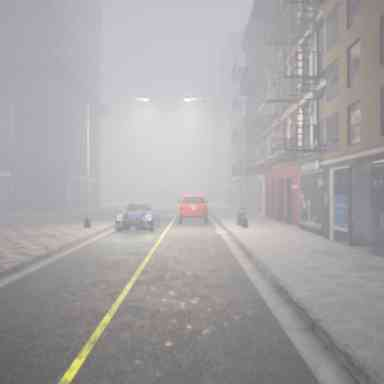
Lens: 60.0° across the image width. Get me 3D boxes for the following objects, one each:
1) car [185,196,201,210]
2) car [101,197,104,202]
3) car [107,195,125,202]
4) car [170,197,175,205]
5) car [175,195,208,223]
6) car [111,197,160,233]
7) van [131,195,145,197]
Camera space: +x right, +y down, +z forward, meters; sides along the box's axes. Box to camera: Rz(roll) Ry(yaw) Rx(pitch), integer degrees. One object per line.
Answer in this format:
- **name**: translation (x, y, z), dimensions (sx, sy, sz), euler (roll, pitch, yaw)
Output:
- **car**: translation (0.087, 1.467, 45.560), dimensions (2.097, 1.767, 4.553), euler (0, 0, 0)
- **car**: translation (-26.014, 2.012, 90.258), dimensions (4.313, 1.339, 1.947), euler (0, 0, -1)
- **car**: translation (-20.374, 1.765, 90.346), dimensions (5.009, 1.841, 2.192), euler (0, 0, -1)
- **car**: translation (-3.005, 1.723, 62.355), dimensions (1.837, 1.490, 4.892), euler (0, 0, 0)
- **car**: translation (0.099, 1.243, 25.820), dimensions (2.150, 2.045, 5.566), euler (0, 0, 0)
- **car**: translation (-3.101, 1.357, 19.764), dimensions (2.097, 1.767, 4.553), euler (0, 0, 0)
- **van**: translation (-14.734, 1.793, 90.432), dimensions (3.998, 1.788, 1.690), euler (0, 0, -1)
